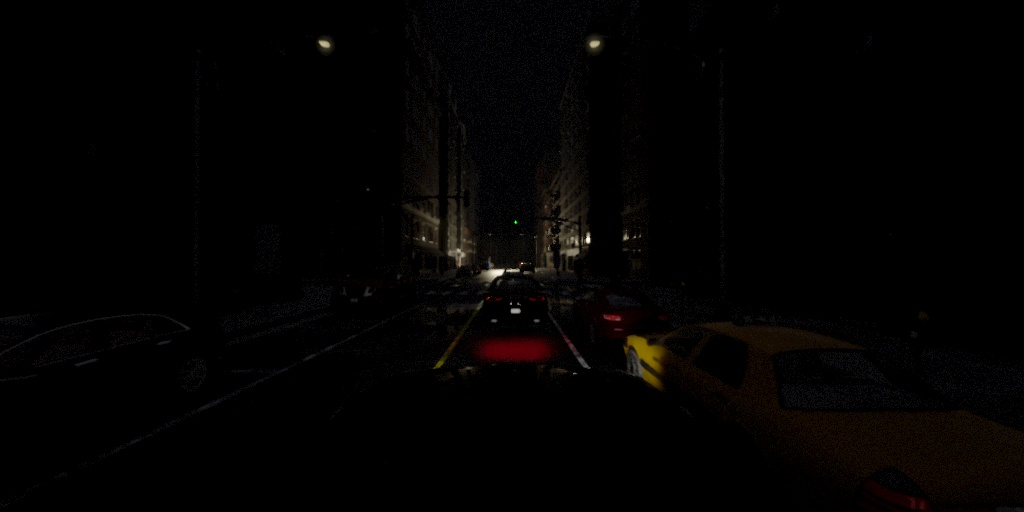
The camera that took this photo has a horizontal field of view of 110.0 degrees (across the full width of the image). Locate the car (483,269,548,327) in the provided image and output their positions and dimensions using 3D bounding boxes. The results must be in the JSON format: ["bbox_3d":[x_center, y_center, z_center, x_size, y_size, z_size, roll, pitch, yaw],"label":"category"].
[{"bbox_3d":[0.095,1.361,12.170,1.882,1.535,5.008,0,-1,0],"label":"car"}]

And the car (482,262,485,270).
[{"bbox_3d":[-5.398,1.914,51.937,1.751,1.417,4.829,0,0,0],"label":"car"}]

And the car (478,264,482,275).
[{"bbox_3d":[-5.397,1.866,46.654,1.888,1.381,4.507,0,0,0],"label":"car"}]

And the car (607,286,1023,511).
[{"bbox_3d":[2.636,1.303,4.077,1.751,1.417,4.829,0,0,0],"label":"car"}]

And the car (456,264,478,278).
[{"bbox_3d":[-5.396,1.803,41.200,2.007,1.370,4.403,0,0,0],"label":"car"}]

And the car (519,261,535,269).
[{"bbox_3d":[2.626,1.896,57.555,1.967,1.591,4.097,0,0,0],"label":"car"}]

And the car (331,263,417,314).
[{"bbox_3d":[-5.391,1.231,14.739,2.192,1.841,5.009,0,0,0],"label":"car"}]

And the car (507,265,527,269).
[{"bbox_3d":[0.099,1.747,32.534,1.895,1.301,4.718,0,-1,0],"label":"car"}]

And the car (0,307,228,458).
[{"bbox_3d":[-5.389,1.329,3.914,2.007,1.370,4.403,0,0,0],"label":"car"}]

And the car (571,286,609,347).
[{"bbox_3d":[2.635,1.429,9.319,1.802,1.307,4.207,0,0,0],"label":"car"}]
